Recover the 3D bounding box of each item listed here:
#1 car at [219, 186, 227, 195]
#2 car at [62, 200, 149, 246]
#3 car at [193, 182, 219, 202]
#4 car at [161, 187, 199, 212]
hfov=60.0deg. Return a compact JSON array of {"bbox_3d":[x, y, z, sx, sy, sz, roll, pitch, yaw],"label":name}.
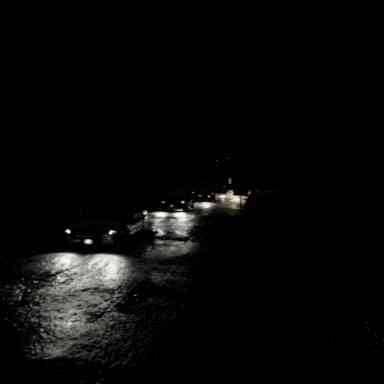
[{"bbox_3d":[4.632,-0.248,53.952,1.837,1.490,4.892,1,2,11],"label":"car"},{"bbox_3d":[-2.983,1.050,12.803,2.033,1.411,5.357,1,2,4],"label":"car"},{"bbox_3d":[1.391,-0.070,37.683,2.150,2.045,5.566,1,3,11],"label":"car"},{"bbox_3d":[-0.979,0.626,25.496,1.812,1.442,4.674,1,2,11],"label":"car"}]
